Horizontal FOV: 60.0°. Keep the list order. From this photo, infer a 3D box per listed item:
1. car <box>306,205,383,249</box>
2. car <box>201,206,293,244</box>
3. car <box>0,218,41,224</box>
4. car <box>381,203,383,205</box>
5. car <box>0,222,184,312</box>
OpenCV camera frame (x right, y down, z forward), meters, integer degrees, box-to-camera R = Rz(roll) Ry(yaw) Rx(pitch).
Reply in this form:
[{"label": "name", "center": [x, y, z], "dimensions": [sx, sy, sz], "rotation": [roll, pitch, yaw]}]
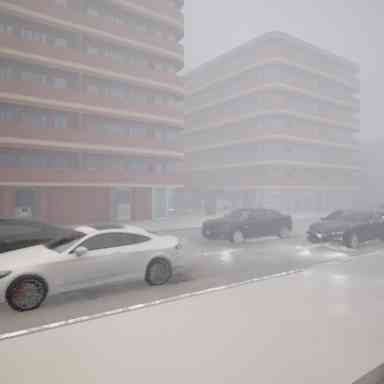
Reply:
[{"label": "car", "center": [7.056, 1.504, 14.728], "dimensions": [4.892, 1.490, 1.837], "rotation": [0, 0, -36]}, {"label": "car", "center": [2.709, 1.478, 15.888], "dimensions": [5.008, 1.535, 1.882], "rotation": [0, 0, -36]}, {"label": "car", "center": [-5.750, 1.526, 9.714], "dimensions": [4.674, 1.442, 1.812], "rotation": [0, 0, -36]}, {"label": "car", "center": [15.150, 1.503, 24.950], "dimensions": [4.892, 1.490, 1.837], "rotation": [0, 0, -36]}, {"label": "car", "center": [-2.347, 1.525, 7.857], "dimensions": [4.674, 1.442, 1.812], "rotation": [0, 0, -36]}]
